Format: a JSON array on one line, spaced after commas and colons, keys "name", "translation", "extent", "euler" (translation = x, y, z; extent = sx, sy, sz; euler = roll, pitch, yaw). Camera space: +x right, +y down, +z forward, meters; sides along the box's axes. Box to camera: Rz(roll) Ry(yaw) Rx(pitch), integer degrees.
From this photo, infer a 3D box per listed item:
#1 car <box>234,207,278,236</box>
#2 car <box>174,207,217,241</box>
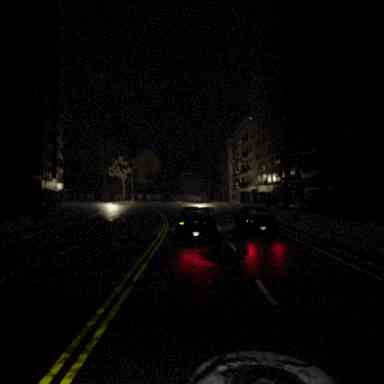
[{"name": "car", "translation": [3.445, 1.539, 18.287], "extent": [1.812, 1.442, 4.674], "euler": [0, 0, 0]}, {"name": "car", "translation": [0.184, 1.513, 16.630], "extent": [1.837, 1.490, 4.892], "euler": [0, 0, 0]}]
